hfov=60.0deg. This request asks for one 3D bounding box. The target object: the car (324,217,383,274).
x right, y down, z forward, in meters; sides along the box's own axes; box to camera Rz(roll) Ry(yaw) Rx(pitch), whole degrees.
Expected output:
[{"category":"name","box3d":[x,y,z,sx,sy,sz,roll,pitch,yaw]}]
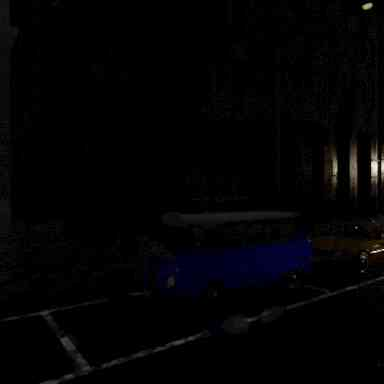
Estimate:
[{"category":"car","box3d":[5.313,1.505,10.440,4.829,1.417,1.752,0,0,-35]}]

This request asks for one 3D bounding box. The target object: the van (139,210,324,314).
[{"category":"van","box3d":[0.890,1.331,7.286,3.998,1.788,1.690,0,0,-35]}]
